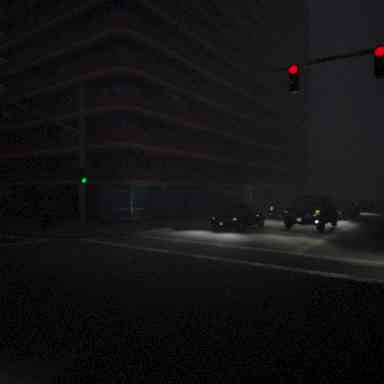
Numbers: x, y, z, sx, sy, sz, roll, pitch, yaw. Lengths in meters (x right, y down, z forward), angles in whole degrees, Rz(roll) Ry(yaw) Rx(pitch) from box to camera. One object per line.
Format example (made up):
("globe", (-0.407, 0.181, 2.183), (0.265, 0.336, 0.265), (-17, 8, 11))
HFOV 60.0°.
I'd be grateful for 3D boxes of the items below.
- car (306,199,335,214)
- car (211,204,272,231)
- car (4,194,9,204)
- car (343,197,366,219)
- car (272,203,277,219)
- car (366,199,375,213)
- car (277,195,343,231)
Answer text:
("car", (13.875, 1.514, 35.839), (1.994, 1.385, 4.181), (0, 0, 35))
("car", (2.945, 1.478, 20.361), (1.812, 1.442, 4.674), (0, 0, 35))
("car", (-25.450, 1.046, 49.429), (2.097, 1.767, 4.553), (0, 0, 36))
("car", (13.380, 1.460, 29.072), (2.128, 1.511, 4.902), (0, 0, 35))
("car", (8.136, 1.303, 27.714), (2.097, 1.767, 4.553), (0, 0, 35))
("car", (19.340, 1.515, 37.497), (2.033, 1.411, 5.357), (0, 0, 35))
("car", (7.562, 1.192, 20.832), (2.150, 2.045, 5.566), (0, 0, 35))
